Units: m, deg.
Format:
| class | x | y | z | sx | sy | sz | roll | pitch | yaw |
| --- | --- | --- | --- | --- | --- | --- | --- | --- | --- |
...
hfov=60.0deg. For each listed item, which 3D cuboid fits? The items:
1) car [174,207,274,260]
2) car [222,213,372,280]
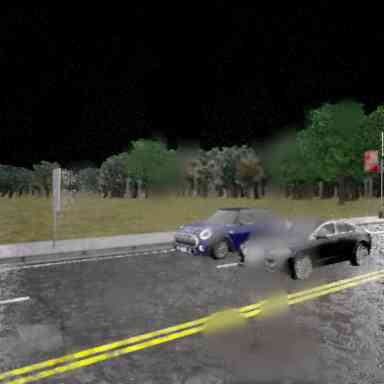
| class | x | y | z | sx | sy | sz | roll | pitch | yaw |
| --- | --- | --- | --- | --- | --- | --- | --- | --- | --- |
| car | 1.545 | 1.393 | 12.696 | 4.553 | 1.767 | 2.097 | 0 | 0 | -35 |
| car | 3.565 | 1.534 | 10.143 | 4.902 | 1.511 | 2.128 | 0 | 0 | -35 |
